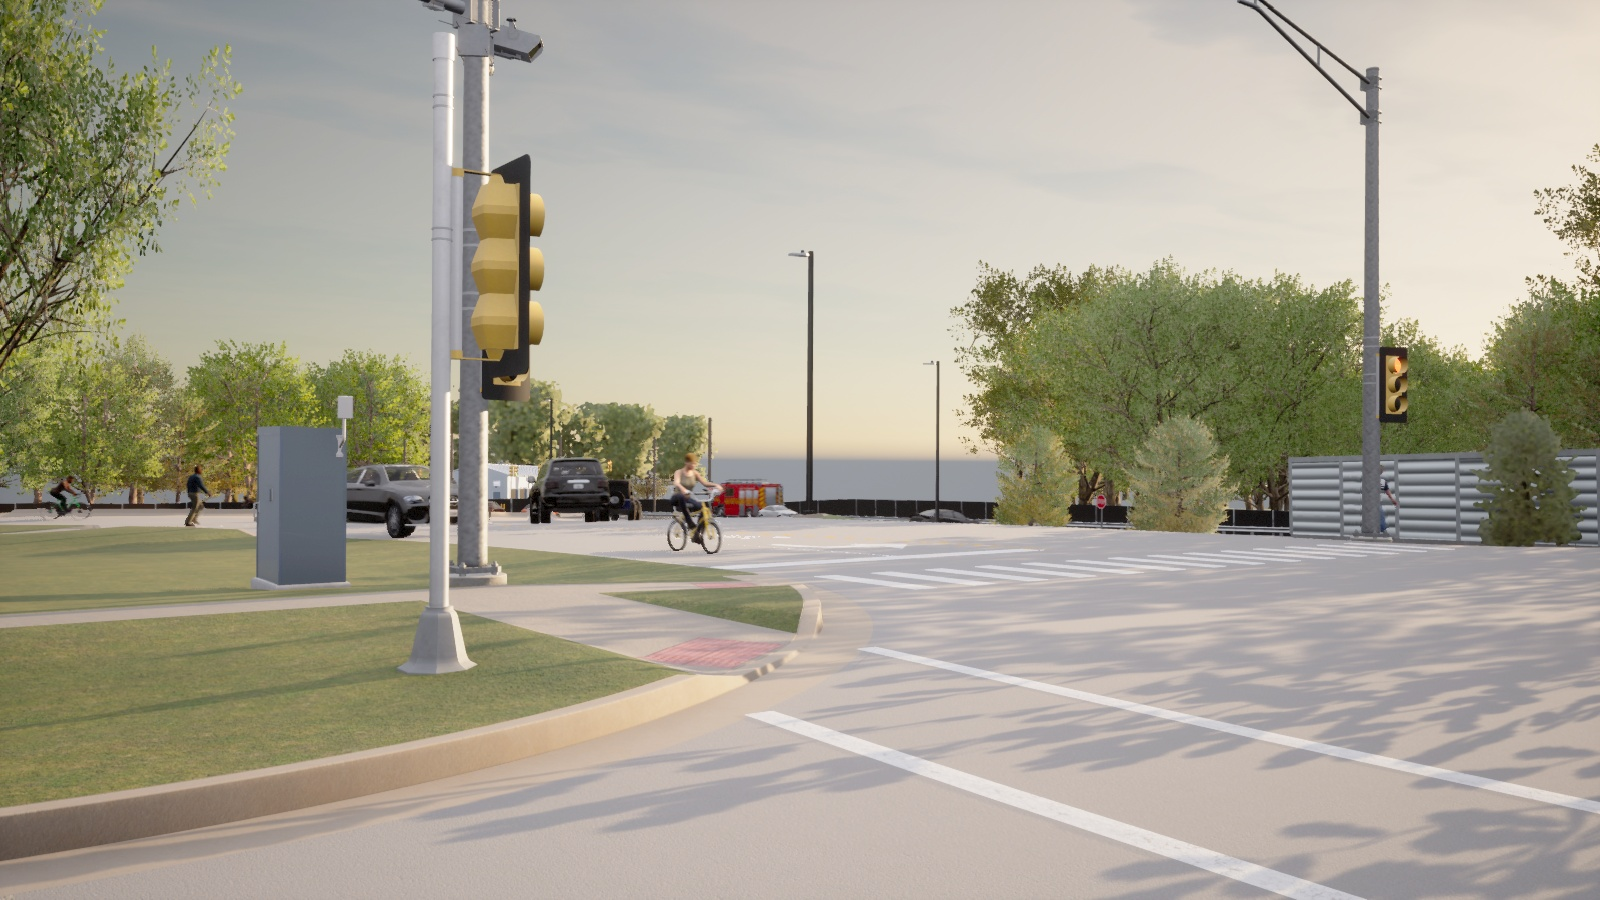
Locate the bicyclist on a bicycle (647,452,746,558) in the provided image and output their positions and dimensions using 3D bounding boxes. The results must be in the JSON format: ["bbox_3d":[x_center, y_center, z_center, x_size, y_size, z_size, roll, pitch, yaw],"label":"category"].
[{"bbox_3d":[-1.666,0.857,20.096,0.866,1.612,1.509,0,-1,-40],"label":"bicyclist on a bicycle"}]

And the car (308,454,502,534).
[{"bbox_3d":[-9.046,1.012,28.488,2.152,1.651,5.027,1,-2,-44],"label":"car"}]

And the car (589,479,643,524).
[{"bbox_3d":[-8.118,2.282,55.784,1.905,1.878,3.866,1,-2,-2],"label":"car"}]

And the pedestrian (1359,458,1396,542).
[{"bbox_3d":[12.808,1.090,27.861,0.354,1.836,0.706,0,0,-23],"label":"pedestrian"}]

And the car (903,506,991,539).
[{"bbox_3d":[8.300,4.079,70.551,5.008,1.535,1.882,6,-4,-38],"label":"car"}]

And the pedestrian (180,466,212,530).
[{"bbox_3d":[-17.683,1.397,36.769,0.370,1.835,0.726,0,0,41],"label":"pedestrian"}]

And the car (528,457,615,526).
[{"bbox_3d":[-7.584,1.411,41.228,2.150,2.045,5.566,-1,-3,-17],"label":"car"}]

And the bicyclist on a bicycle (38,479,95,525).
[{"bbox_3d":[-26.175,1.851,44.838,1.656,1.620,0.582,0,-1,-13],"label":"bicyclist on a bicycle"}]
